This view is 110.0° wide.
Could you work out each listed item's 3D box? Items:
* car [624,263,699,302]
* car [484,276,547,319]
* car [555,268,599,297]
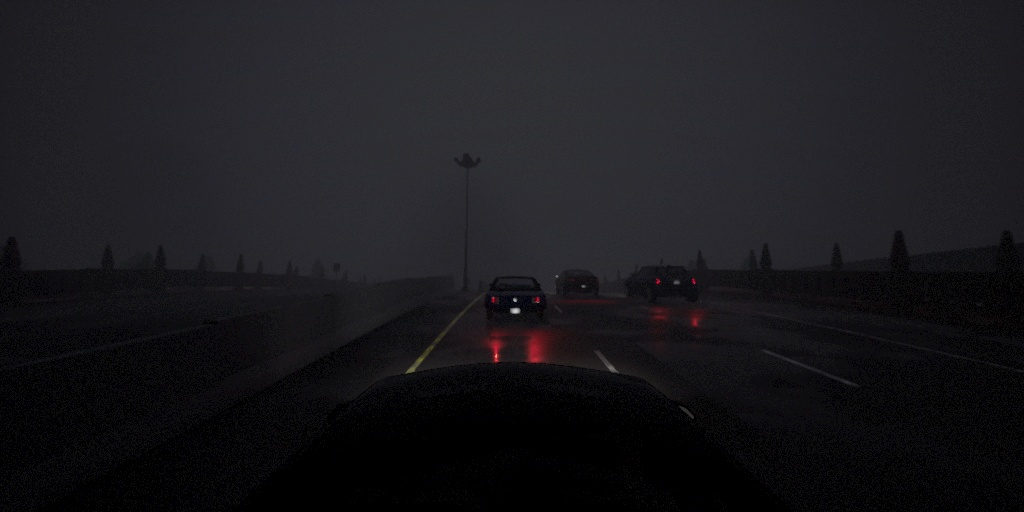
[{"bbox_3d":[7.107,1.239,17.583,2.097,1.767,4.553,0,-2,0],"label":"car"},{"bbox_3d":[0.105,1.360,12.771,1.895,1.301,4.718,0,-1,0],"label":"car"},{"bbox_3d":[3.608,1.493,20.548,1.882,1.535,5.008,0,-3,0],"label":"car"}]
